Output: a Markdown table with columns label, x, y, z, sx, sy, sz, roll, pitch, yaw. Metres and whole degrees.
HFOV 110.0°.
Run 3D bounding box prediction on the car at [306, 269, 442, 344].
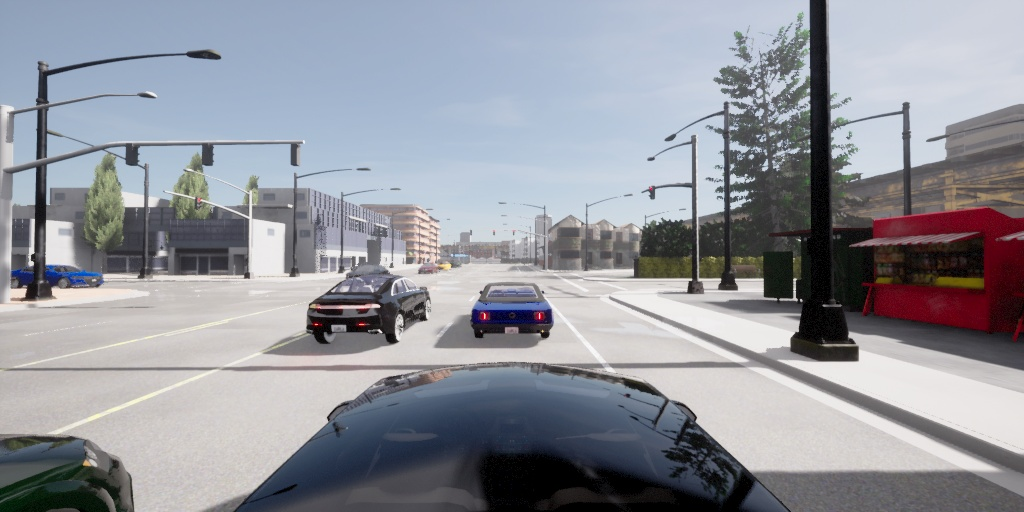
| label | x | y | z | sx | sy | sz | roll | pitch | yaw |
| --- | --- | --- | --- | --- | --- | --- | --- | --- | --- |
| car | -3.506 | 1.257 | 9.670 | 2.128 | 1.511 | 4.902 | 0 | 0 | 0 |

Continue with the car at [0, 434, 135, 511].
| label | x | y | z | sx | sy | sz | roll | pitch | yaw |
| --- | --- | --- | --- | --- | --- | --- | --- | --- | --- |
| car | -3.373 | 1.314 | 0.502 | 1.994 | 1.385 | 4.181 | 0 | 0 | -1 |

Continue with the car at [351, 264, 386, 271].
| label | x | y | z | sx | sy | sz | roll | pitch | yaw |
| --- | --- | --- | --- | --- | --- | --- | --- | --- | --- |
| car | -10.841 | 1.377 | 27.141 | 1.882 | 1.535 | 5.008 | 0 | -1 | -1 |

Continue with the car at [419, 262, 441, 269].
| label | x | y | z | sx | sy | sz | roll | pitch | yaw |
| --- | --- | --- | --- | --- | --- | --- | --- | --- | --- |
| car | -11.027 | 1.638 | 47.441 | 1.812 | 1.442 | 4.674 | 0 | 0 | -1 |

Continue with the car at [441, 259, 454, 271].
| label | x | y | z | sx | sy | sz | roll | pitch | yaw |
| --- | --- | --- | --- | --- | --- | --- | --- | --- | --- |
| car | -11.120 | 1.643 | 58.028 | 1.882 | 1.535 | 5.008 | 0 | 0 | -1 |

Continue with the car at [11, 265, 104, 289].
| label | x | y | z | sx | sy | sz | roll | pitch | yaw |
| --- | --- | --- | --- | --- | --- | --- | --- | --- | --- |
| car | -29.735 | 1.315 | 23.381 | 5.008 | 1.535 | 1.882 | 0 | -1 | 0 |

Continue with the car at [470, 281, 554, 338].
| label | x | y | z | sx | sy | sz | roll | pitch | yaw |
| --- | --- | --- | --- | --- | --- | --- | --- | --- | --- |
| car | -0.006 | 1.365 | 10.147 | 1.895 | 1.301 | 4.718 | 0 | 0 | 0 |
